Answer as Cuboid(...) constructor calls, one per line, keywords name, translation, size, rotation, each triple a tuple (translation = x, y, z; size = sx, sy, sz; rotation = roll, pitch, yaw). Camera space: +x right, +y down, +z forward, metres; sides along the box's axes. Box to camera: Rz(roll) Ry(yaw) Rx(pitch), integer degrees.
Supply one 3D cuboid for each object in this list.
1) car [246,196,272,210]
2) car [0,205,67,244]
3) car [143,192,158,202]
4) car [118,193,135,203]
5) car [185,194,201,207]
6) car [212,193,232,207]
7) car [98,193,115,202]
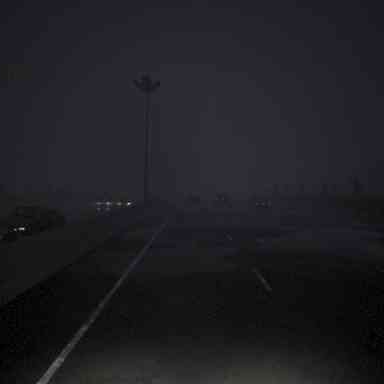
Cuboid(name="car", translation=(7.085, 1.174, 35.414), size=(2.033, 1.411, 5.357), rotation=(0, 1, 0))
Cuboid(name="car", translation=(-7.106, 1.356, 14.594), size=(2.128, 1.511, 4.902), rotation=(0, 1, 0))
Cuboid(name="car", translation=(-7.071, 0.762, 57.017), size=(2.097, 1.767, 4.553), rotation=(0, 0, 1))
Cuboid(name="car", translation=(-10.584, 0.896, 53.968), size=(1.882, 1.535, 5.008), rotation=(0, 1, 0))
Cuboid(name="car", translation=(0.082, 1.028, 42.082), size=(1.882, 1.535, 5.008), rotation=(0, 1, 0))
Cuboid(name="car", translation=(3.582, 0.916, 40.798), size=(2.097, 1.767, 4.553), rotation=(0, 1, 0))
Cuboid(name="car", translation=(-14.081, 0.913, 54.718), size=(1.837, 1.490, 4.892), rotation=(0, 0, 0))
